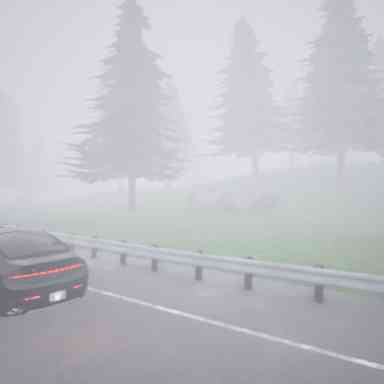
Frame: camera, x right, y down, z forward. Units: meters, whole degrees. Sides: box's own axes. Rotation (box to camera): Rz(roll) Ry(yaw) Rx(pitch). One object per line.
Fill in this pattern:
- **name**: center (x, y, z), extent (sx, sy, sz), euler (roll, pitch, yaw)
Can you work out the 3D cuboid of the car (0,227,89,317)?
- **car**: center (-4.224, 1.528, 7.164), extent (4.892, 1.490, 1.837), euler (0, 0, 37)
